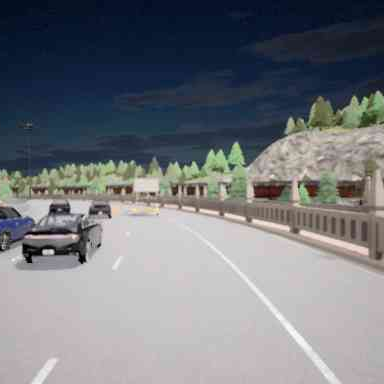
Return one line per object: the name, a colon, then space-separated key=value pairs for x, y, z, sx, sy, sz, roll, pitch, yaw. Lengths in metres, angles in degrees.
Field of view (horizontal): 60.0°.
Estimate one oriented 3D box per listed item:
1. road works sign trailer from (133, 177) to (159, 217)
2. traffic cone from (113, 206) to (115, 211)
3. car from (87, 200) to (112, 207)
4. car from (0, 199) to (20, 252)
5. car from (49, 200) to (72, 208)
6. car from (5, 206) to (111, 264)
road works sign trailer: x=-4.204 y=0.403 z=30.812 sx=2.380 sy=3.560 sz=2.880 roll=0 pitch=0 yaw=-5
traffic cone: x=-8.347 y=1.907 z=36.492 sx=0.340 sy=0.580 sz=0.340 roll=0 pitch=0 yaw=-20
car: x=-8.255 y=1.475 z=29.805 sx=1.837 sy=1.490 sz=4.892 roll=0 pitch=0 yaw=-17
car: x=-8.155 y=1.359 z=13.846 sx=2.097 sy=1.767 sz=4.553 roll=0 pitch=0 yaw=-8
car: x=-12.867 y=1.474 z=32.593 sx=1.882 sy=1.535 sz=5.008 roll=0 pitch=0 yaw=-19
car: x=-4.347 y=1.483 z=11.800 sx=2.128 sy=1.511 sz=4.902 roll=0 pitch=0 yaw=-7
